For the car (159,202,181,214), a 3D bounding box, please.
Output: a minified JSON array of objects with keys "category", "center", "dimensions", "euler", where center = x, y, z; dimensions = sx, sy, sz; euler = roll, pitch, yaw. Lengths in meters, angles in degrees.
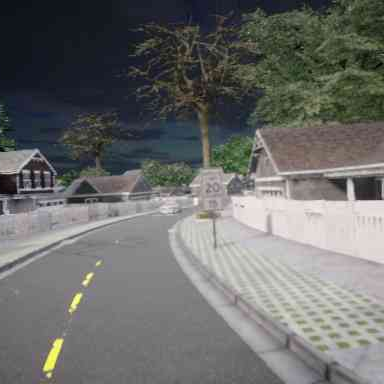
[{"category":"car","center":[-2.783,1.996,43.325],"dimensions":[1.812,1.442,4.674],"euler":[-3,-1,14]}]
